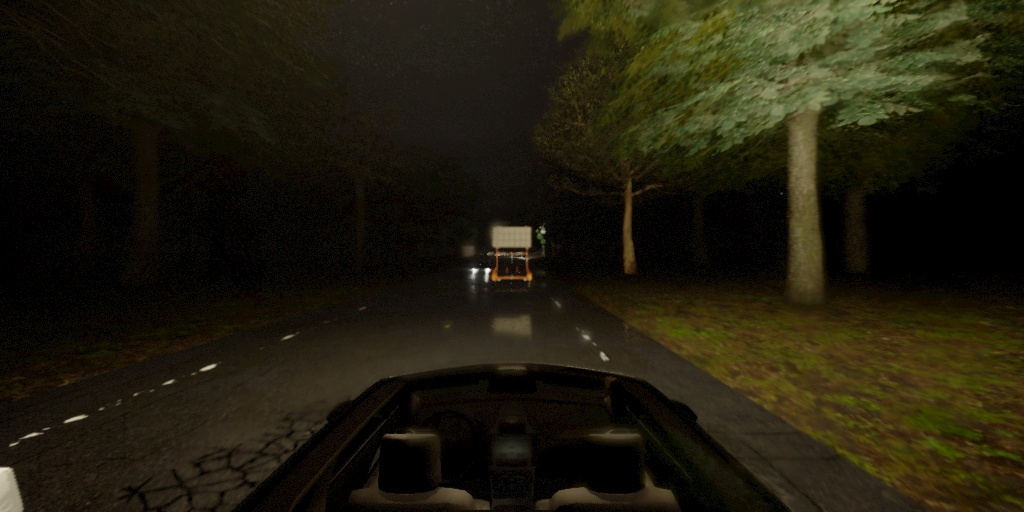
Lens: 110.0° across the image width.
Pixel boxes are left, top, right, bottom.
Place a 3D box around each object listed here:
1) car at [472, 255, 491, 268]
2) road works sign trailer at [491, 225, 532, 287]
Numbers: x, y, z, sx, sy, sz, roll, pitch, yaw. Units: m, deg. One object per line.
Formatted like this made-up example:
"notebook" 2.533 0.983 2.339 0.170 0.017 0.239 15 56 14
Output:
"car" -3.559 0.665 43.012 1.837 1.490 4.892 0 1 0
"road works sign trailer" 0.000 -0.058 21.467 2.380 3.560 2.880 0 0 0
